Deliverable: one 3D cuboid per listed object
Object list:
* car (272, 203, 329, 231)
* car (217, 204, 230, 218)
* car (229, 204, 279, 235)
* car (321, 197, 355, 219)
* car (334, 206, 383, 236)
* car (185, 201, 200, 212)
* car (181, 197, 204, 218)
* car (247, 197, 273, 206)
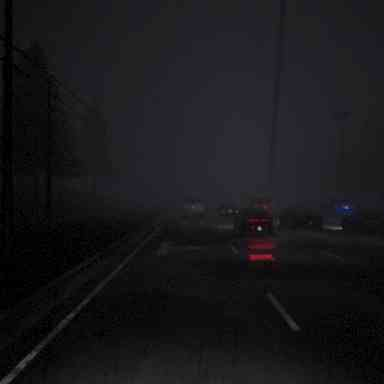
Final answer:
[{"bbox_3d":[7.096,1.697,22.295,1.882,1.535,5.008,0,0,0],"label":"car"},{"bbox_3d":[3.586,1.879,33.914,2.033,1.411,5.357,0,-1,0],"label":"car"},{"bbox_3d":[3.595,1.703,20.099,1.837,1.490,4.892,0,0,0],"label":"car"},{"bbox_3d":[14.088,1.547,33.044,2.150,2.045,5.566,0,0,0],"label":"car"},{"bbox_3d":[10.594,1.760,19.940,1.994,1.385,4.181,0,-1,0],"label":"car"},{"bbox_3d":[0.091,2.013,45.897,1.994,1.385,4.181,0,0,0],"label":"car"},{"bbox_3d":[0.103,1.554,34.540,2.150,2.045,5.566,0,-1,-1],"label":"car"},{"bbox_3d":[7.086,1.566,34.975,2.150,2.045,5.566,0,0,0],"label":"car"}]
